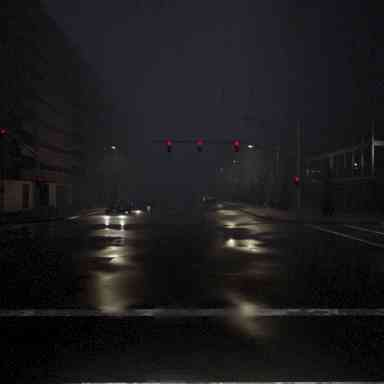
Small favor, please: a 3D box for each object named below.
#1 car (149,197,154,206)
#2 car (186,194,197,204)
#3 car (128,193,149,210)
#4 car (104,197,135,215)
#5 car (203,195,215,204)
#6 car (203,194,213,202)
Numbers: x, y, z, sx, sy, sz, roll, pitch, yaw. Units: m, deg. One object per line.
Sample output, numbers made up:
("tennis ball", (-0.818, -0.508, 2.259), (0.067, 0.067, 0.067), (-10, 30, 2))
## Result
("car", (-7.347, 1.547, 54.594), (2.033, 1.411, 5.357), (0, 0, 1))
("car", (-0.046, 1.564, 64.617), (1.994, 1.385, 4.181), (0, 0, 1))
("car", (-7.457, 1.221, 44.130), (2.150, 2.045, 5.566), (0, 0, 1))
("car", (-7.471, 1.526, 34.219), (1.812, 1.442, 4.674), (0, 0, 0))
("car", (3.453, 1.491, 64.709), (2.128, 1.511, 4.902), (0, 0, 1))
("car", (3.456, 1.355, 74.574), (2.097, 1.767, 4.553), (0, 0, 1))
